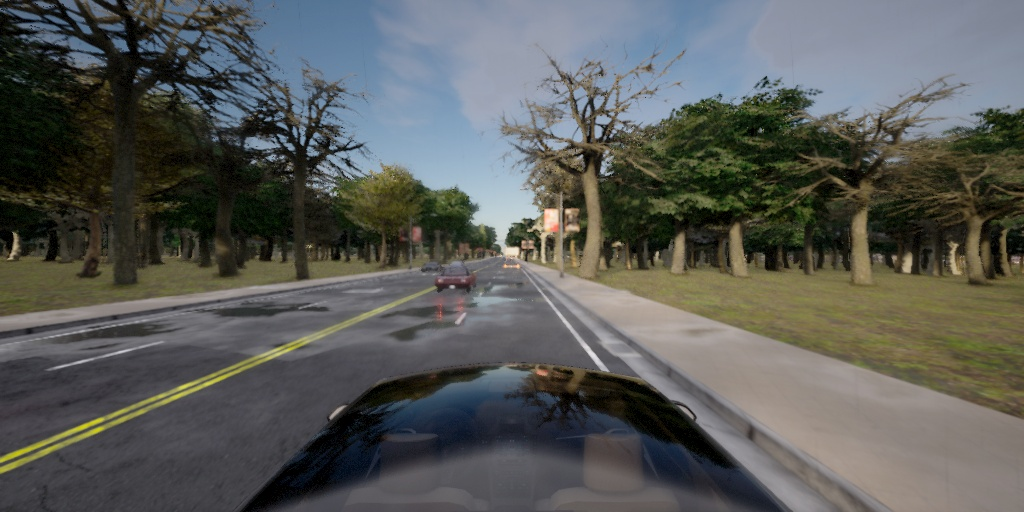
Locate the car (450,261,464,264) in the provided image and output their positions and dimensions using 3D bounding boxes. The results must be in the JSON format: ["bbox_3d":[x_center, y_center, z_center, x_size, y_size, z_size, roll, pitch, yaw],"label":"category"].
[{"bbox_3d":[-6.604,1.340,43.029,1.812,1.442,4.674,0,0,0],"label":"car"}]

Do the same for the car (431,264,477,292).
[{"bbox_3d":[-3.156,1.354,21.157,1.895,1.301,4.718,0,0,0],"label":"car"}]

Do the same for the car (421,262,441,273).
[{"bbox_3d":[-9.851,1.383,44.348,1.994,1.385,4.181,0,0,0],"label":"car"}]

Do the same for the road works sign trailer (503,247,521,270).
[{"bbox_3d":[-0.045,0.318,56.206,2.380,3.560,2.880,0,0,0],"label":"road works sign trailer"}]
